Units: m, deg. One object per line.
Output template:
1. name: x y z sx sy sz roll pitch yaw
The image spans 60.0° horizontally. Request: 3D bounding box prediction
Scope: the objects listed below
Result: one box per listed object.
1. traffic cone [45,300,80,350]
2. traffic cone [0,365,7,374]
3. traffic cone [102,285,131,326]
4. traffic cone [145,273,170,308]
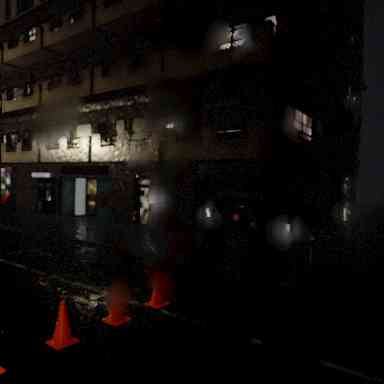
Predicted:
1. traffic cone: -1.829 1.834 4.706 0.340 0.580 0.340 2 1 36
2. traffic cone: -2.418 1.832 3.898 0.340 0.580 0.340 2 1 36
3. traffic cone: -1.240 1.835 5.514 0.340 0.580 0.340 2 1 36
4. traffic cone: -0.651 1.837 6.321 0.340 0.580 0.340 2 1 36
